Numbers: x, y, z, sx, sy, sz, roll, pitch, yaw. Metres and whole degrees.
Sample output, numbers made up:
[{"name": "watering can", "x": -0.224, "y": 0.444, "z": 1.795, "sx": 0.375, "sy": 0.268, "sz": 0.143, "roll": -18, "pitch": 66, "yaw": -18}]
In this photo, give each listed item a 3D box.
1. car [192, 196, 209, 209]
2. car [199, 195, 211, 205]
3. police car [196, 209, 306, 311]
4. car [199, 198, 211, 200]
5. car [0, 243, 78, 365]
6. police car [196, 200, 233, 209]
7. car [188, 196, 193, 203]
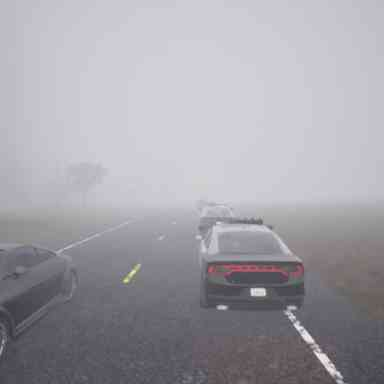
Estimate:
[{"name": "car", "x": 1.485, "y": 1.583, "z": 45.884, "sx": 1.837, "sy": 1.490, "sz": 4.892, "roll": 0, "pitch": 0, "yaw": 4}, {"name": "car", "x": 2.388, "y": 1.447, "z": 59.964, "sx": 2.097, "sy": 1.767, "sz": 4.553, "roll": 0, "pitch": 0, "yaw": 4}, {"name": "police car", "x": 1.123, "y": 1.441, "z": 8.031, "sx": 1.930, "sy": 1.638, "sz": 5.238, "roll": 0, "pitch": 0, "yaw": 1}, {"name": "car", "x": 1.504, "y": 1.501, "z": 24.052, "sx": 1.801, "sy": 1.575, "sz": 5.366, "roll": 0, "pitch": 0, "yaw": 2}, {"name": "car", "x": -3.426, "y": 1.574, "z": 5.401, "sx": 1.994, "sy": 1.385, "sz": 4.181, "roll": 0, "pitch": 0, "yaw": 1}, {"name": "police car", "x": 1.324, "y": 1.459, "z": 17.995, "sx": 1.930, "sy": 1.638, "sz": 5.238, "roll": 0, "pitch": 0, "yaw": 1}, {"name": "car", "x": 0.125, "y": 1.636, "z": 73.923, "sx": 1.812, "sy": 1.442, "sz": 4.674, "roll": 0, "pitch": 0, "yaw": 5}]
